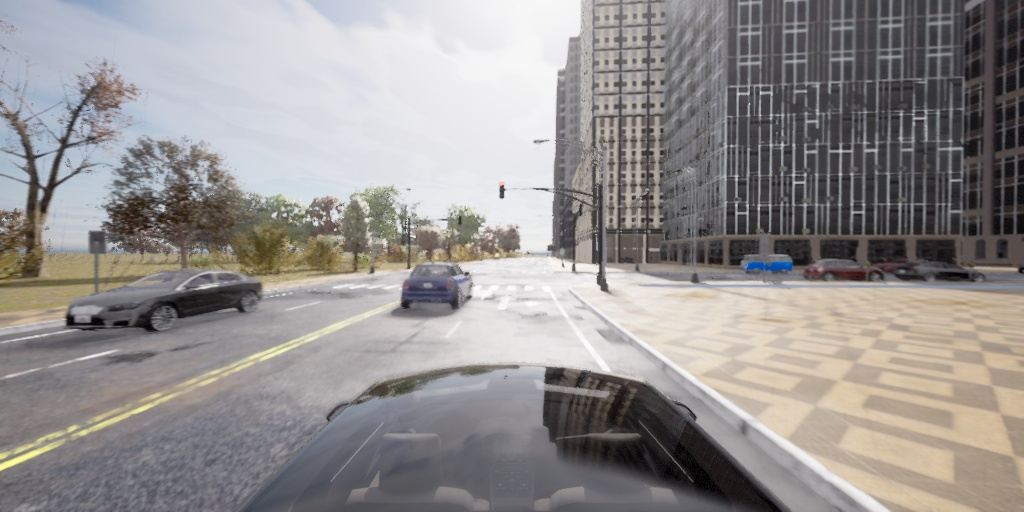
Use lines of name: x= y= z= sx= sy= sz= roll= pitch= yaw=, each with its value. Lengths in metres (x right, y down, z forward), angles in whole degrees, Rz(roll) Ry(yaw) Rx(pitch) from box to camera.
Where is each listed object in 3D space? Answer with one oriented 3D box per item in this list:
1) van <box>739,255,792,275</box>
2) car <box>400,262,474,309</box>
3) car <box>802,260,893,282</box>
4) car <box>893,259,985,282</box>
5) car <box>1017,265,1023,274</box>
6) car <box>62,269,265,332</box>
van: x=22.889 y=0.769 z=32.430 sx=3.998 sy=1.789 sz=1.690 roll=0 pitch=0 yaw=6
car: x=-2.859 y=1.019 z=14.634 sx=2.097 sy=1.767 sz=4.553 roll=0 pitch=1 yaw=2
car: x=22.013 y=0.948 z=23.851 sx=4.097 sy=1.591 sz=1.967 roll=0 pitch=0 yaw=6
car: x=27.678 y=1.051 z=23.341 sx=4.313 sy=1.339 sz=1.948 roll=0 pitch=0 yaw=6
car: x=45.517 y=0.909 z=30.047 sx=4.313 sy=1.339 sz=1.948 roll=0 pitch=0 yaw=6
car: x=-9.659 y=1.155 z=10.575 sx=2.128 sy=1.511 sz=4.902 roll=0 pitch=0 yaw=2
